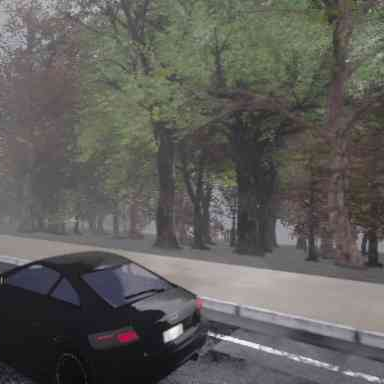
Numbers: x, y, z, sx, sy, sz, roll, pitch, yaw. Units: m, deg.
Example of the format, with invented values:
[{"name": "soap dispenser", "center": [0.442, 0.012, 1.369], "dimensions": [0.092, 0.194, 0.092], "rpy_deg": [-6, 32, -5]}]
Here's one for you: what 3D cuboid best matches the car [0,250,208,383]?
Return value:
[{"name": "car", "center": [-1.847, 1.612, 5.002], "dimensions": [4.181, 1.385, 1.994], "rpy_deg": [-1, 0, 35]}]
